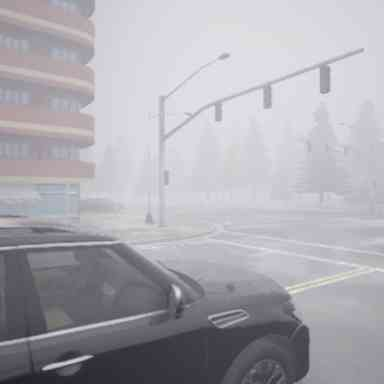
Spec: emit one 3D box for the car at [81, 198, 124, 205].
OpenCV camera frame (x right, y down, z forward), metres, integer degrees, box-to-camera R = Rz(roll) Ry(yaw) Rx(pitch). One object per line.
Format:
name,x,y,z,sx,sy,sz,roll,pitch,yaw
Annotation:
car,-9.890,1.442,34.314,4.902,1.511,2.128,0,0,21

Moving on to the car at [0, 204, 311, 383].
car,-1.414,1.222,2.779,5.566,2.045,2.150,0,0,-35

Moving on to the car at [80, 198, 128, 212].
car,-10.030,1.443,38.086,4.902,1.511,2.128,0,0,19
